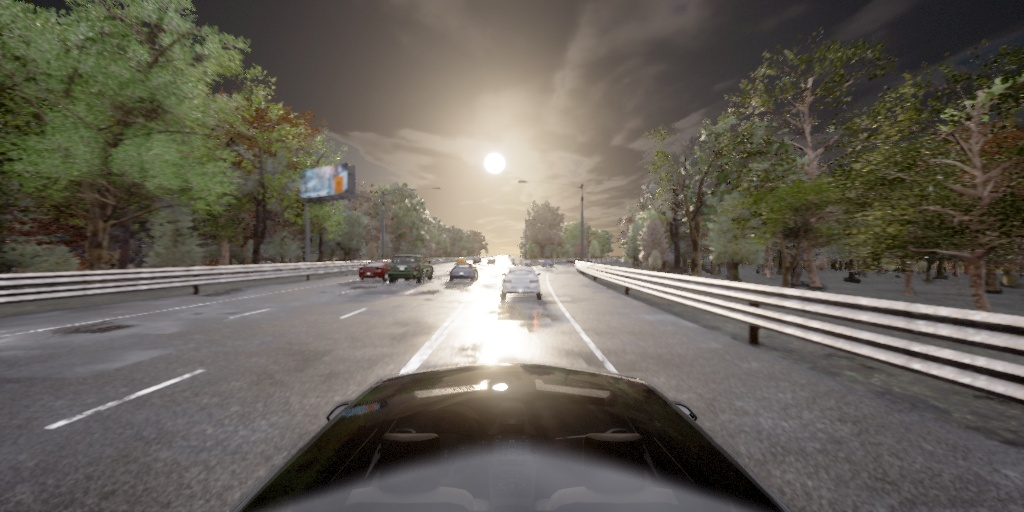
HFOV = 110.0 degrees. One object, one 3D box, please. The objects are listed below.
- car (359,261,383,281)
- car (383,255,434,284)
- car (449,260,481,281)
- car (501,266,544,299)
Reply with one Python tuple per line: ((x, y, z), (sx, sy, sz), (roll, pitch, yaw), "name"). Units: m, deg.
((-10.844, 1.167, 29.519), (1.882, 1.535, 5.008), (0, 0, -1), "car")
((-7.297, 0.925, 26.335), (2.150, 2.045, 5.566), (0, 0, -1), "car")
((-3.836, 1.276, 29.025), (1.994, 1.385, 4.181), (0, 0, -1), "car")
((0.481, 1.260, 17.963), (1.812, 1.442, 4.674), (0, 0, 3), "car")
